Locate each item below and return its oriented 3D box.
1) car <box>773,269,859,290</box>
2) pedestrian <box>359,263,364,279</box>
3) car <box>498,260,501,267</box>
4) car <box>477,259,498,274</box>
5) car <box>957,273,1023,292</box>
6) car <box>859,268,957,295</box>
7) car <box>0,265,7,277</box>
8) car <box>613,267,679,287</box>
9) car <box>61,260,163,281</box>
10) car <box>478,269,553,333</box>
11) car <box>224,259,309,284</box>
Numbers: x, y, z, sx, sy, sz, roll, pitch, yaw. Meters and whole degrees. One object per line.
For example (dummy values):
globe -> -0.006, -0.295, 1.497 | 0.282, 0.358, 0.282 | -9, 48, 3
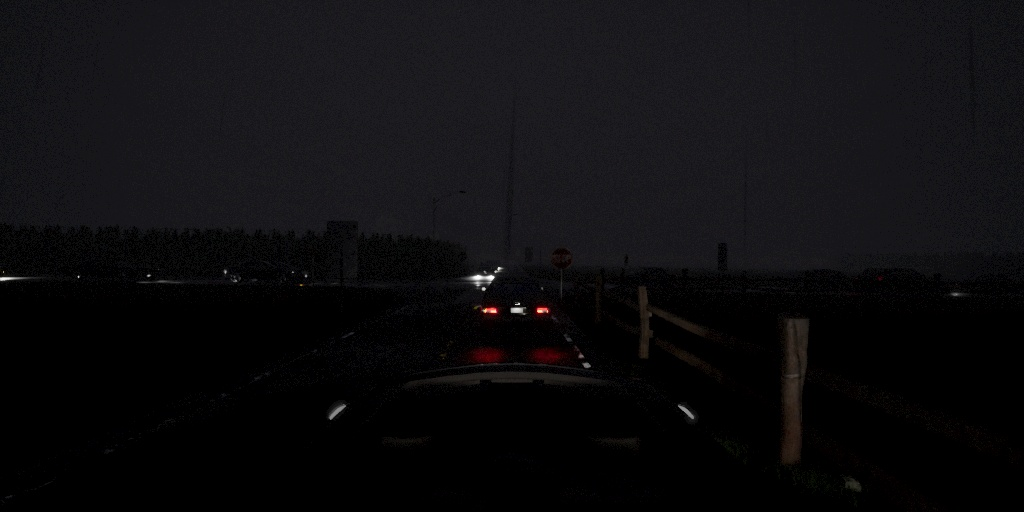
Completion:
car -> 21.965, 1.694, 26.303 | 4.892, 1.490, 1.837 | 2, -1, 0
pedestrian -> -12.230, 1.170, 29.155 | 0.375, 1.300, 0.375 | 0, -2, 0
car -> -2.947, 1.306, 50.999 | 2.033, 1.411, 5.357 | 0, 0, 0
car -> -2.928, 1.358, 40.552 | 1.895, 1.301, 4.718 | 0, 0, 0
car -> 34.362, 1.957, 26.357 | 5.357, 1.411, 2.033 | 1, -1, 0
car -> 25.275, 1.572, 23.383 | 4.553, 1.767, 2.097 | 1, -1, 0
car -> -35.633, 0.699, 23.069 | 4.181, 1.385, 1.994 | 1, -1, 0
car -> 9.720, 1.492, 26.151 | 4.674, 1.442, 1.812 | 1, -1, -3
car -> -25.611, 0.912, 23.113 | 4.718, 1.301, 1.895 | 1, -1, 0
car -> 0.045, 1.299, 10.762 | 2.033, 1.411, 5.357 | 0, 0, -1
car -> -15.702, 0.978, 23.125 | 4.902, 1.511, 2.128 | 1, -1, 1
